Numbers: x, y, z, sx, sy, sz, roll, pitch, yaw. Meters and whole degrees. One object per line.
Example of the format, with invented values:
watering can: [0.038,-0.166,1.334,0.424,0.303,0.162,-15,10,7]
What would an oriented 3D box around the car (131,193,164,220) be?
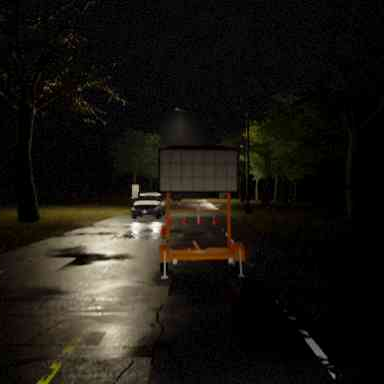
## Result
car: [-3.539,1.133,27.636,2.150,2.045,5.566,0,0,0]

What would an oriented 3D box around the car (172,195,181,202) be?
car: [-3.338,1.327,72.313,1.882,1.535,5.008,0,0,0]

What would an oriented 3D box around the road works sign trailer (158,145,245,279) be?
road works sign trailer: [0.183,0.425,9.999,2.380,3.560,2.880,0,0,-5]
